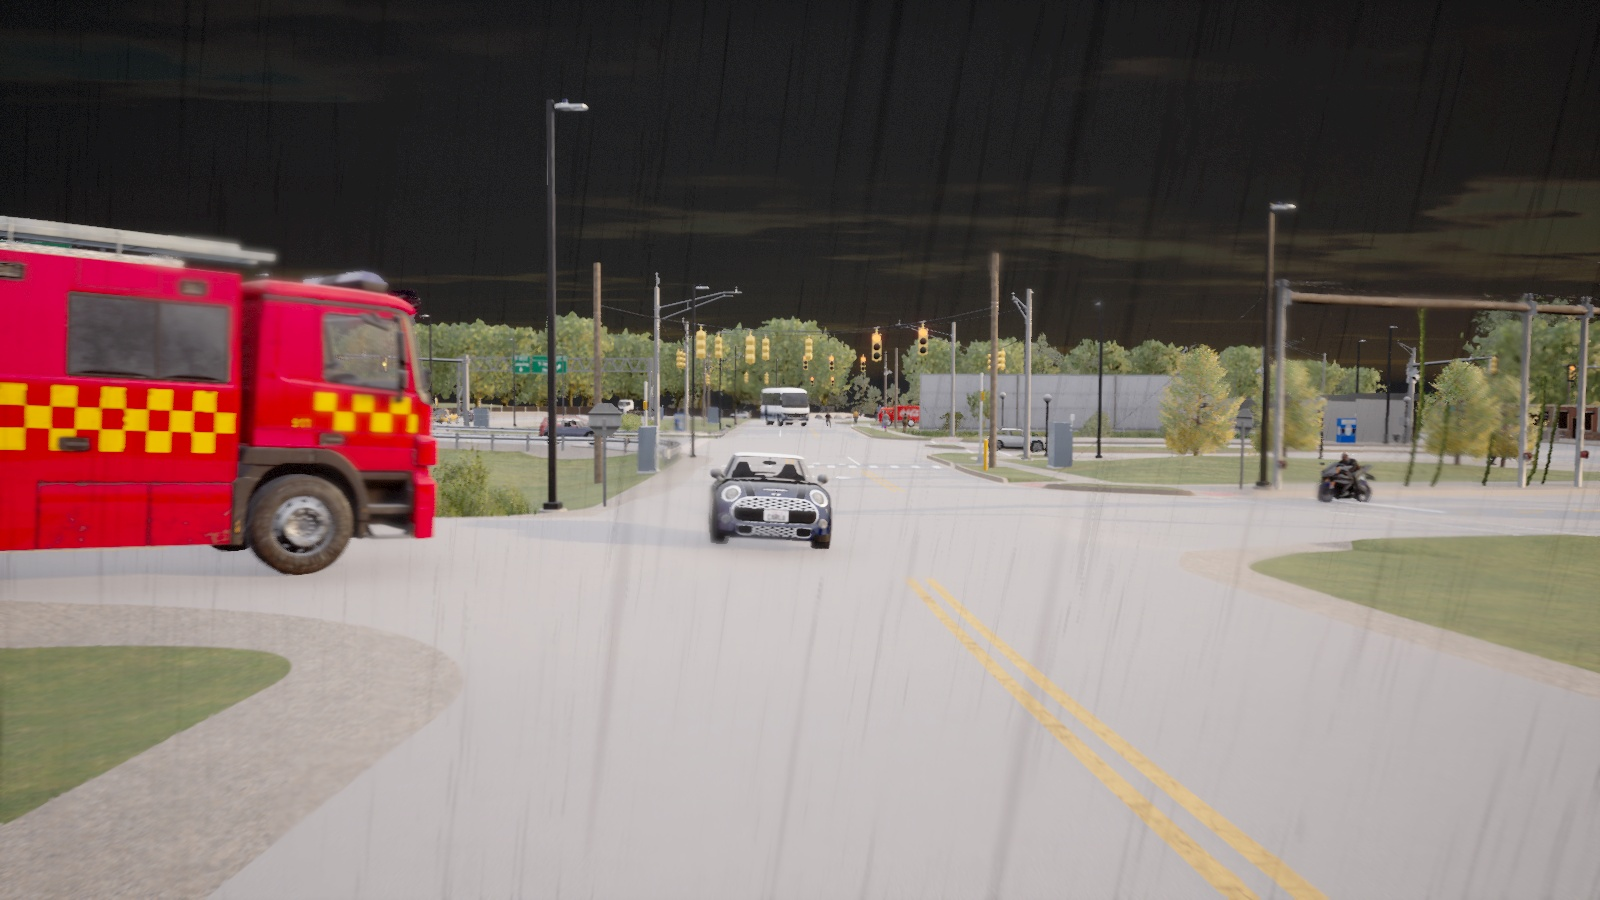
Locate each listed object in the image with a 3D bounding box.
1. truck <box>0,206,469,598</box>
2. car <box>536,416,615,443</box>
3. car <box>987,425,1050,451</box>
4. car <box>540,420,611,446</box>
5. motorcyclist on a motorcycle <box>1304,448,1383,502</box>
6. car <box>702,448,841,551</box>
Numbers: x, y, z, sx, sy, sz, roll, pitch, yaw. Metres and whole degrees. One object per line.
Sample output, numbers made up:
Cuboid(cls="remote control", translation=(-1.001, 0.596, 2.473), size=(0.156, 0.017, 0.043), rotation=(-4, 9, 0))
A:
Cuboid(cls="truck", translation=(-8.279, -0.519, 13.761), size=(8.468, 3.827, 2.891), rotation=(1, 2, -41))
Cuboid(cls="car", translation=(-14.055, -1.305, 78.832), size=(4.611, 1.667, 2.242), rotation=(0, 2, -3))
Cuboid(cls="car", translation=(13.887, -0.772, 79.952), size=(3.806, 1.475, 1.970), rotation=(2, 3, 5))
Cuboid(cls="car", translation=(-13.386, -1.032, 75.111), size=(3.806, 1.475, 1.970), rotation=(0, 2, 3))
Cuboid(cls="motorcyclist on a motorcycle", translation=(16.149, 0.732, 37.288), size=(2.191, 1.530, 0.866), rotation=(0, 3, -26))
Cuboid(cls="car", translation=(-0.567, 0.751, 20.958), size=(1.970, 1.475, 3.806), rotation=(3, 0, -6))
